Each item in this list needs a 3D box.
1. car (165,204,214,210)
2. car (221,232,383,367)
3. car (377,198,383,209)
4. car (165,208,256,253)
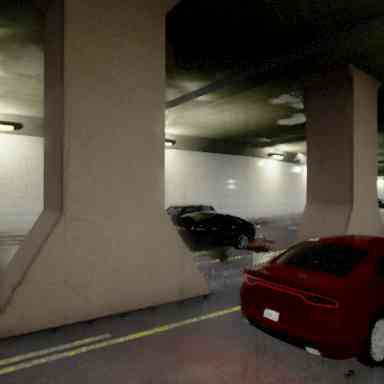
[{"bbox_3d":[-0.558,1.400,16.526,4.553,1.767,2.097,0,0,-36],"label":"car"},{"bbox_3d":[3.083,1.505,5.884,5.008,1.535,1.882,0,0,-35],"label":"car"},{"bbox_3d":[26.900,1.584,49.046,2.097,1.767,4.553,0,0,23],"label":"car"},{"bbox_3d":[0.347,1.544,12.848,4.892,1.490,1.837,0,0,-36],"label":"car"}]
